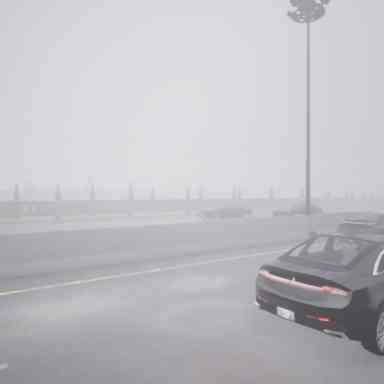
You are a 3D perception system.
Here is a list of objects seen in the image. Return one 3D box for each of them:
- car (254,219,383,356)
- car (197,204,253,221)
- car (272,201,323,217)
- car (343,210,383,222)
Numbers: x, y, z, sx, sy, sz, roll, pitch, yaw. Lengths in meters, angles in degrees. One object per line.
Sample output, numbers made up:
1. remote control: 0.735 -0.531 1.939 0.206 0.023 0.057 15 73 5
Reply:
1. car: 3.294 1.498 6.092 4.902 1.511 2.128 0 0 -35
2. car: 2.719 1.628 27.406 4.718 1.301 1.895 0 0 -35
3. car: 8.712 1.515 27.376 5.008 1.535 1.882 0 0 -35
4. car: 7.872 1.523 13.652 4.892 1.490 1.837 0 0 -35
